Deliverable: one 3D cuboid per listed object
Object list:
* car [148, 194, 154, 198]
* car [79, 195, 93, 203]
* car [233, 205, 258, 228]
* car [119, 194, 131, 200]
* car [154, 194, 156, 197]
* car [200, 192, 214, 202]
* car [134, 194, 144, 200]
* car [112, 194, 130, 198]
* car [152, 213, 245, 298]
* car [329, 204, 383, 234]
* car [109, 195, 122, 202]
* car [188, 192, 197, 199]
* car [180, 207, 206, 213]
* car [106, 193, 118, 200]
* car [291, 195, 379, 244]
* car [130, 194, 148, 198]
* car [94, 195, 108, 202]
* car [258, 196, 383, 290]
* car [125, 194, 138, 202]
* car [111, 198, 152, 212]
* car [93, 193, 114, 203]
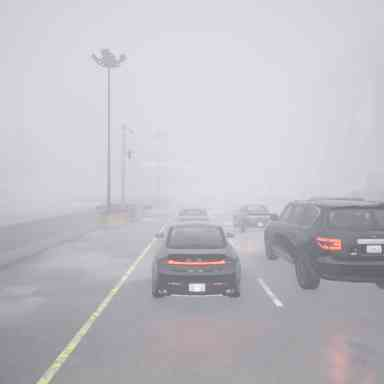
[{"bbox_3d":[-10.530,1.389,77.009,1.882,1.535,5.008,0,0,0],"label":"car"},{"bbox_3d":[-21.090,1.452,66.904,1.882,1.535,5.008,0,0,0],"label":"car"},{"bbox_3d":[3.567,1.491,19.820,2.128,1.511,4.902,0,0,0],"label":"car"},{"bbox_3d":[-17.467,1.355,86.879,2.033,1.411,5.357,0,1,0],"label":"car"},{"bbox_3d":[-10.464,1.285,87.439,1.882,1.535,5.008,0,1,0],"label":"car"},{"bbox_3d":[3.467,1.421,75.571,1.837,1.490,4.892,0,0,0],"label":"car"},{"bbox_3d":[-13.965,1.309,87.266,1.837,1.490,4.892,0,1,0],"label":"car"},{"bbox_3d":[-14.092,1.523,66.619,1.994,1.385,4.181,0,0,0],"label":"car"},{"bbox_3d":[0.084,1.505,8.519,1.837,1.490,4.892,0,0,0],"label":"car"},{"bbox_3d":[10.566,1.547,20.561,2.033,1.411,5.357,0,0,0],"label":"car"},{"bbox_3d":[-17.533,1.468,76.521,1.994,1.385,4.181,0,0,0],"label":"car"},{"bbox_3d":[0.088,0.917,95.549,2.150,2.045,5.566,0,1,0],"label":"car"},{"bbox_3d":[0.064,1.547,18.682,2.033,1.411,5.357,0,0,0],"label":"car"},{"bbox_3d":[-20.966,1.168,87.061,2.097,1.767,4.553,0,1,0],"label":"car"},{"bbox_3d":[7.063,1.221,17.260,2.150,2.045,5.566,0,0,0],"label":"car"},{"bbox_3d":[-10.592,1.485,66.607,1.812,1.442,4.674,0,0,0],"label":"car"},{"bbox_3d":[-21.032,1.467,76.763,1.994,1.385,4.181,0,0,0],"label":"car"},{"bbox_3d":[3.584,1.221,9.261,2.150,2.045,5.566,0,0,0],"label":"car"},{"bbox_3d":[-14.031,1.268,76.868,2.097,1.767,4.553,0,0,0],"label":"car"},{"bbox_3d":[-6.869,1.605,37.822,4.718,1.301,1.895,0,0,-10],"label":"car"},{"bbox_3d":[-17.592,1.311,66.660,2.097,1.767,4.553,0,0,0],"label":"car"}]
